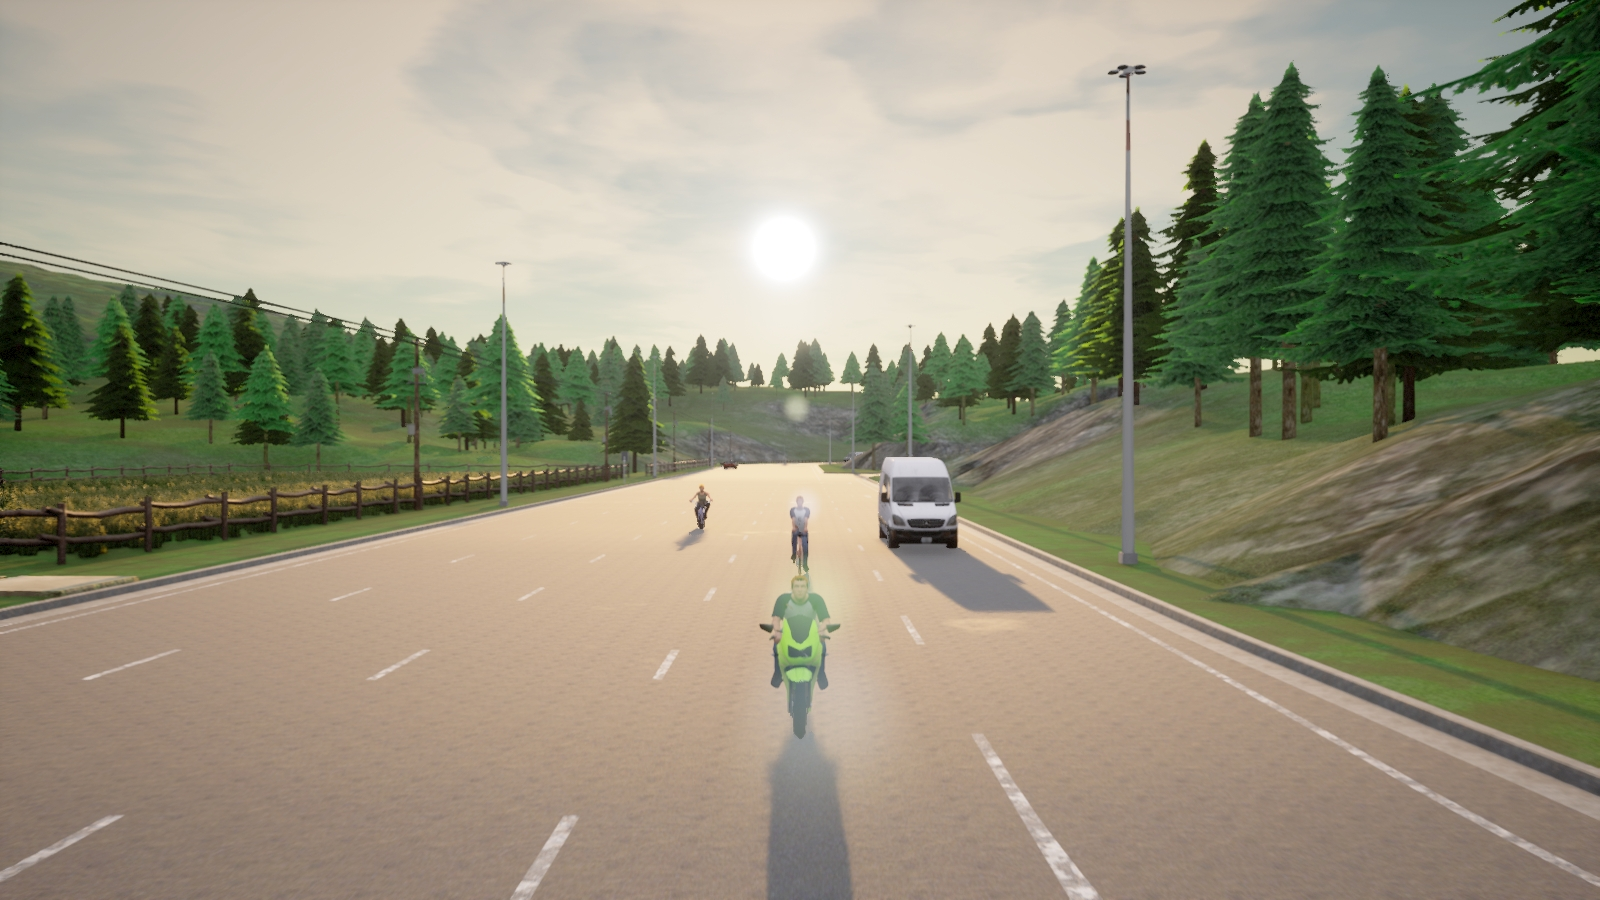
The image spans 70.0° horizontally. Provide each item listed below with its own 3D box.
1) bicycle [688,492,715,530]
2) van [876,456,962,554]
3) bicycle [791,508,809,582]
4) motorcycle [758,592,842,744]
[{"bbox_3d":[-3.499,2.177,40.701,0.859,1.277,1.487,0,0,0],"label":"bicycle"},{"bbox_3d":[3.495,1.544,34.563,1.988,2.561,5.915,0,1,0],"label":"van"},{"bbox_3d":[0.000,2.067,25.200,0.373,1.496,1.643,0,0,0],"label":"bicycle"},{"bbox_3d":[0.000,2.193,11.846,0.803,1.199,2.033,0,0,0],"label":"motorcycle"}]
